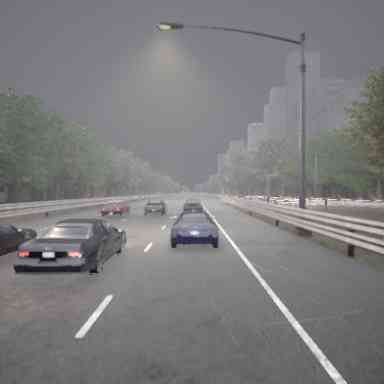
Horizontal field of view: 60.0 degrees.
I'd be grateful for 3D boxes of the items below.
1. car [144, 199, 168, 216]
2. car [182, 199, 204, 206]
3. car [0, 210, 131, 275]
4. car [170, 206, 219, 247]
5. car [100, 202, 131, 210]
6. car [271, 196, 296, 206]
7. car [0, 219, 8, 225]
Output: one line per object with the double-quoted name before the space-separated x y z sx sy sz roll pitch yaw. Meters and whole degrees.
"car" -3.397 1.416 31.904 2.128 1.511 4.902 0 0 0
"car" 0.104 1.429 31.995 1.837 1.490 4.892 0 0 0
"car" -3.401 1.528 10.370 2.033 1.411 5.357 0 0 0
"car" 0.102 1.534 14.802 1.994 1.385 4.181 0 0 0
"car" -6.895 1.529 30.551 1.895 1.301 4.718 0 0 0
"car" 15.575 1.487 57.105 2.128 1.511 4.902 0 1 -32
"car" -6.899 1.528 10.505 2.033 1.411 5.357 0 0 0
